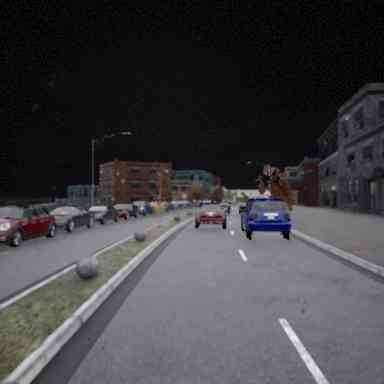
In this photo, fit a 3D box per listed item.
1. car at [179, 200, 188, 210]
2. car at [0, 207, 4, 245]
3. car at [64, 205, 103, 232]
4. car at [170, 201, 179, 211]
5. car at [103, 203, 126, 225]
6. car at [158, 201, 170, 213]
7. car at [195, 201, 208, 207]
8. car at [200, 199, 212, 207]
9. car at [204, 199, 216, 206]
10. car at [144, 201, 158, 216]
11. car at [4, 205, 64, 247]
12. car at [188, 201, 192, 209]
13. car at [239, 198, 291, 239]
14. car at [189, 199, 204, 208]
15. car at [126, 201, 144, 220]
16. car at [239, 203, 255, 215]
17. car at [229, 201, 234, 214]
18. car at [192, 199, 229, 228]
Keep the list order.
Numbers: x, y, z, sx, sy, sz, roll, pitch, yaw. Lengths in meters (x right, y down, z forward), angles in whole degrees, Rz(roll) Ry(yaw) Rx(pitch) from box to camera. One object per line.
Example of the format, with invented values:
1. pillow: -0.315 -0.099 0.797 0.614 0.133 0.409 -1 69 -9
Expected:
1. car: -2.710 2.146 53.727 2.231 1.521 4.892 0 -1 13
2. car: -8.434 1.241 9.621 2.435 2.045 5.566 0 -1 3
3. car: -7.697 1.610 20.839 2.231 1.521 4.892 0 -1 6
4. car: -3.835 2.091 48.294 2.002 1.452 4.674 0 -1 12
5. car: -7.171 1.734 26.234 2.002 1.452 4.674 0 -1 7
6. car: -4.843 1.962 42.840 2.097 1.535 5.008 0 -1 10
7. car: 2.169 2.665 75.126 2.002 1.452 4.674 0 -1 13
8. car: 3.433 2.628 80.663 2.185 1.767 4.553 0 -1 13
9. car: 4.662 2.757 86.043 2.185 1.767 4.553 0 -1 13
10. car: -5.730 1.749 37.390 2.185 1.767 4.553 0 -1 9
11. car: -8.117 1.413 15.221 2.185 1.767 4.553 0 -1 4
12. car: -1.489 2.256 59.109 2.231 1.521 4.892 0 -1 13
13. car: 3.905 1.330 18.251 2.150 2.045 5.566 0 -1 4
14. car: 0.947 2.375 69.776 2.185 1.767 4.553 0 -1 13
15. car: -6.517 1.812 31.714 2.163 1.488 4.792 0 -1 8
16. car: 6.874 2.077 41.406 1.895 1.301 4.718 0 -1 10
17. car: 3.963 1.987 42.048 1.837 1.490 4.892 0 -1 10
18. car: 1.426 1.540 23.848 2.097 1.767 4.553 0 -1 5
